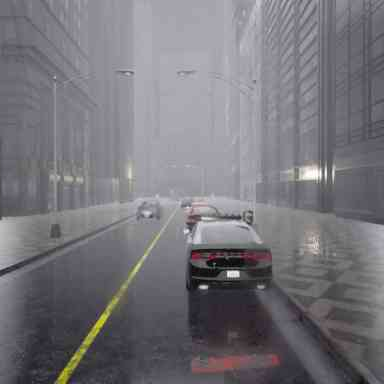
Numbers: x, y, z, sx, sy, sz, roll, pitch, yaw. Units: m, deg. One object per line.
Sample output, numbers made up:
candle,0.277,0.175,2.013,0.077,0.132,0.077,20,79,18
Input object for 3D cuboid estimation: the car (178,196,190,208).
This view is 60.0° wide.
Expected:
car,-0.557,1.598,46.676,1.895,1.301,4.718,0,0,0

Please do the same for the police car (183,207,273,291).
police car,0.787,1.424,9.188,1.930,1.638,5.238,0,0,-1

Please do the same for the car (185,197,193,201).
car,0.591,1.453,25.267,1.801,1.575,5.366,0,0,-1

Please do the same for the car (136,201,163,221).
car,-3.437,1.489,27.587,2.128,1.511,4.902,0,0,-1

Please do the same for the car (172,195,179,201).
car,-4.003,1.546,82.547,2.033,1.411,5.357,0,0,-1

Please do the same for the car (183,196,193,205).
car,-0.733,1.523,60.289,1.812,1.442,4.674,0,0,-1

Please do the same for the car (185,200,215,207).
car,0.666,1.476,19.077,1.882,1.535,5.008,0,0,-1
